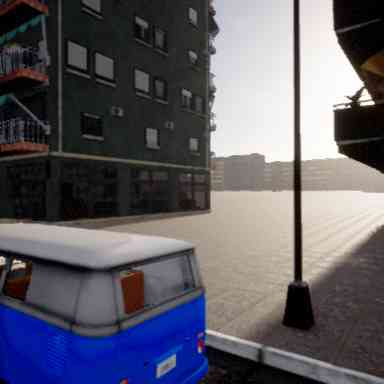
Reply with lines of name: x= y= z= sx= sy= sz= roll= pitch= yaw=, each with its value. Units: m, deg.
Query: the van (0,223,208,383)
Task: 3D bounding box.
van: x=-1.739 y=1.351 z=4.116 sx=3.998 sy=1.788 sz=1.690 roll=0 pitch=0 yaw=35
